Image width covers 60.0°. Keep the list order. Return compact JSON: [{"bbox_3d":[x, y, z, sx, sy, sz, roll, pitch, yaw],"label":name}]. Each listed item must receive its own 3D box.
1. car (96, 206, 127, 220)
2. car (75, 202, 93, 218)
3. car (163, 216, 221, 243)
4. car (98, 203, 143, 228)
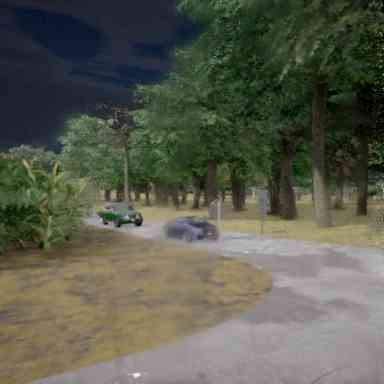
[{"bbox_3d":[-9.974,2.504,40.933,2.033,1.411,5.357,0,-1,-32],"label":"car"},{"bbox_3d":[-13.994,2.473,41.829,1.882,1.535,5.008,0,0,-32],"label":"car"},{"bbox_3d":[-0.094,2.142,19.763,1.994,1.385,4.181,0,-1,-32],"label":"car"},{"bbox_3d":[-6.287,2.014,29.574,2.150,2.045,5.566,0,-1,-32],"label":"car"}]
